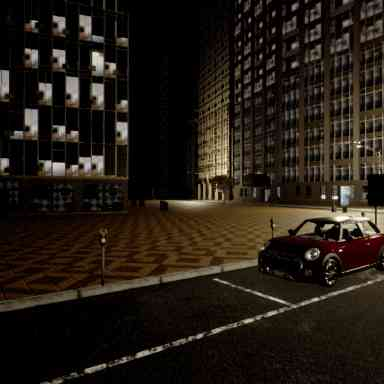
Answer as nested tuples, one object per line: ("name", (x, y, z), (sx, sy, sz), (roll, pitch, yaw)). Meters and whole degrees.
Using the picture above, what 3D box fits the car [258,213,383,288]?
("car", (3.710, 1.439, 9.208), (4.097, 1.590, 1.967), (0, 0, -36))
